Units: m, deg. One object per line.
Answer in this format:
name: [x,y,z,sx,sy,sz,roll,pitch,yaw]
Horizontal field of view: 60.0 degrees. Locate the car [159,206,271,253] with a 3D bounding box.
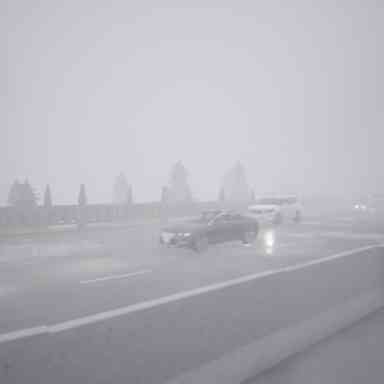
car: [0.860,1.528,13.975,4.902,1.511,2.128,0,0,-42]

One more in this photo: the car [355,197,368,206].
car: [29.550,1.554,57.708,2.128,1.511,4.902,-1,0,34]

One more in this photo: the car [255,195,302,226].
car: [6.083,1.275,24.175,2.150,2.045,5.566,0,0,40]

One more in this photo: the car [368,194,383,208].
car: [27.426,1.247,48.308,2.150,2.045,5.566,-1,0,34]
